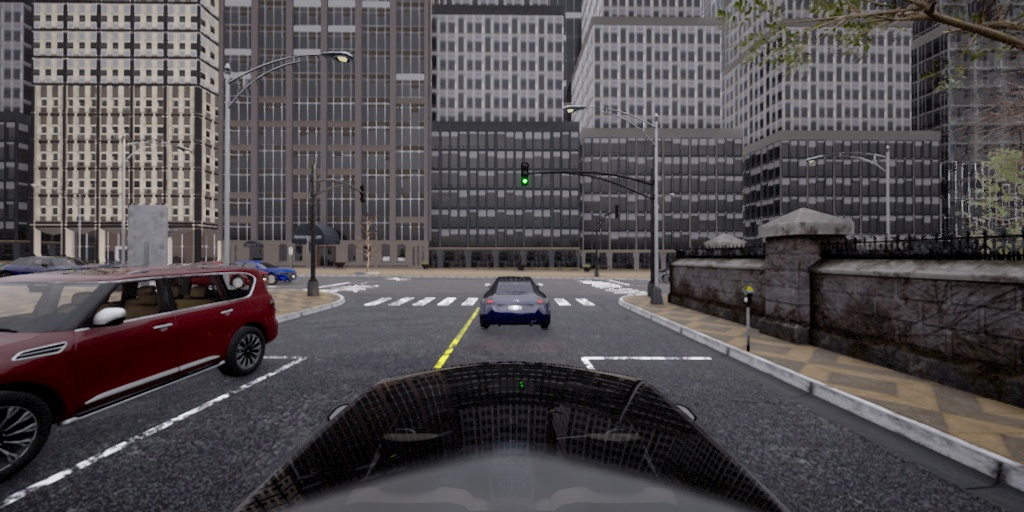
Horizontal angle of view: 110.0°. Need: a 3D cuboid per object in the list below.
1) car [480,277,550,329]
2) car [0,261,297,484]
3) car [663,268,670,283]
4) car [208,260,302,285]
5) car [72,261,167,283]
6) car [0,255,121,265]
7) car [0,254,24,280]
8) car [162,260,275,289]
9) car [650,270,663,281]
[{"bbox_3d":[0.065,1.337,11.380,1.994,1.385,4.181,0,0,-1],"label":"car"},{"bbox_3d":[-5.365,1.072,4.674,2.192,1.841,5.009,0,0,0],"label":"car"},{"bbox_3d":[14.506,1.577,28.048,4.181,1.385,1.994,1,0,-1],"label":"car"},{"bbox_3d":[-17.256,1.081,24.244,5.008,1.535,1.882,1,0,0],"label":"car"},{"bbox_3d":[-26.266,1.055,24.110,4.181,1.385,1.994,1,0,-1],"label":"car"},{"bbox_3d":[-26.351,0.827,20.864,4.553,1.767,2.097,1,0,-1],"label":"car"},{"bbox_3d":[-36.404,0.717,24.004,4.553,1.767,2.097,1,0,-1],"label":"car"},{"bbox_3d":[-17.009,1.069,20.977,5.008,1.535,1.882,1,0,-2],"label":"car"},{"bbox_3d":[14.322,1.590,31.297,4.181,1.385,1.994,1,0,-1],"label":"car"}]
